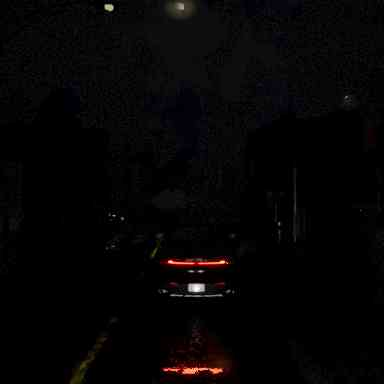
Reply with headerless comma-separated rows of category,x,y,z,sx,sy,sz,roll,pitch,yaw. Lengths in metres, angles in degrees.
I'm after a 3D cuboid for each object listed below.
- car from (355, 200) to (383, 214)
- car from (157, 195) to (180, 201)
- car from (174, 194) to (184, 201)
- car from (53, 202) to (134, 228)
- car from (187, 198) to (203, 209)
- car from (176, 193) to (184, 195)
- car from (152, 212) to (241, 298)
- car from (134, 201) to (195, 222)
car,18.495,1.450,32.228,4.718,1.301,1.895,-1,-1,-1
car,-3.270,1.465,39.086,2.128,1.511,4.902,0,0,10
car,-2.615,1.501,52.137,2.033,1.411,5.357,0,0,0
car,-6.366,1.393,20.745,4.892,1.490,1.837,-1,-4,22
car,0.309,1.490,44.038,1.812,1.442,4.674,0,0,-1
car,-2.593,1.416,64.614,1.882,1.535,5.008,0,0,1
car,0.103,1.504,8.512,1.837,1.490,4.892,0,0,0
car,-2.329,1.554,25.311,4.718,1.301,1.895,-1,-1,-1
